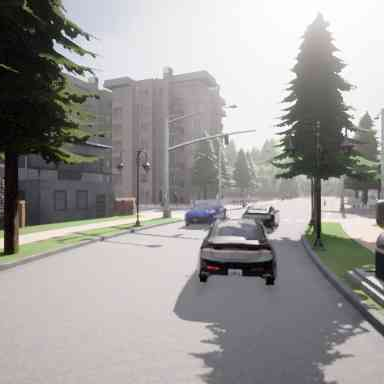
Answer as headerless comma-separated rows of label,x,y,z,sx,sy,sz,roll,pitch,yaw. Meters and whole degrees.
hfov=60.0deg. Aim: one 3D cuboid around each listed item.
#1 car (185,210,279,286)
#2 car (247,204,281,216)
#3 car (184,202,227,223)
car,1.313,1.494,9.489,2.128,1.511,4.902,0,0,9
car,4.288,1.495,20.424,2.128,1.511,4.902,0,0,19
car,1.042,1.481,22.865,1.882,1.535,5.008,0,0,20
